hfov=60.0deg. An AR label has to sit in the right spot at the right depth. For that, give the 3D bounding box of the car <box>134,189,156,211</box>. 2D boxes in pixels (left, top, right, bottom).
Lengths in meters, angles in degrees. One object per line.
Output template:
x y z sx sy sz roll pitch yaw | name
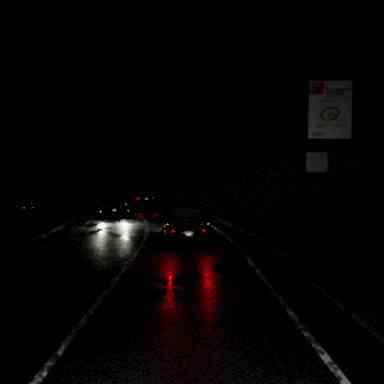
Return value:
-5.398 0.777 34.192 2.150 2.045 5.566 -1 0 -23 | car

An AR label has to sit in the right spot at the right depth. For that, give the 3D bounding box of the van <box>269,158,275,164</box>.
20.313 -7.094 78.783 1.878 1.987 4.442 0 2 -2 | van

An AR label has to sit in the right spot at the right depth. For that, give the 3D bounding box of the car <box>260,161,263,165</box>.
20.007 -7.526 89.901 2.435 2.045 5.566 0 2 -2 | car

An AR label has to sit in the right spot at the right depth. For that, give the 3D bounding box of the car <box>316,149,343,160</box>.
21.074 -5.734 51.214 2.002 1.452 4.674 0 2 -2 | car

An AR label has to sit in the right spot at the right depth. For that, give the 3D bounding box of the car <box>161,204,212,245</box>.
-0.307 1.234 13.875 1.812 1.442 4.674 0 1 -5 | car

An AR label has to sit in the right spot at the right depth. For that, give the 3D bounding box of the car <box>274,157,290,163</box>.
20.462 -6.662 73.400 2.231 1.521 4.892 0 2 -2 | car

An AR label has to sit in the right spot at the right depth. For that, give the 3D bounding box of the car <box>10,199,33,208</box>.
-29.629 1.978 57.701 5.008 1.535 1.882 -3 0 36 | car

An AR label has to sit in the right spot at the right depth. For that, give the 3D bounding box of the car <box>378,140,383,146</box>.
21.527 -5.095 34.798 2.231 1.521 4.892 0 2 -2 | car

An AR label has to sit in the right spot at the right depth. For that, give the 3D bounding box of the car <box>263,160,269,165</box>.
20.159 -7.038 84.429 2.002 1.452 4.674 0 2 -2 | car

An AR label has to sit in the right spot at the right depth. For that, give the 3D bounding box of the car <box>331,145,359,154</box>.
21.225 -5.674 45.721 2.185 1.767 4.553 0 2 -2 | car

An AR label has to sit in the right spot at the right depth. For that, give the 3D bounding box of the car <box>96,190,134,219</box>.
-5.919 0.844 24.802 2.150 2.045 5.566 -1 0 -16 | car

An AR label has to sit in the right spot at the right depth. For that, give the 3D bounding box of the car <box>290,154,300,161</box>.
20.766 -6.356 62.391 2.185 1.767 4.553 0 2 -2 | car
